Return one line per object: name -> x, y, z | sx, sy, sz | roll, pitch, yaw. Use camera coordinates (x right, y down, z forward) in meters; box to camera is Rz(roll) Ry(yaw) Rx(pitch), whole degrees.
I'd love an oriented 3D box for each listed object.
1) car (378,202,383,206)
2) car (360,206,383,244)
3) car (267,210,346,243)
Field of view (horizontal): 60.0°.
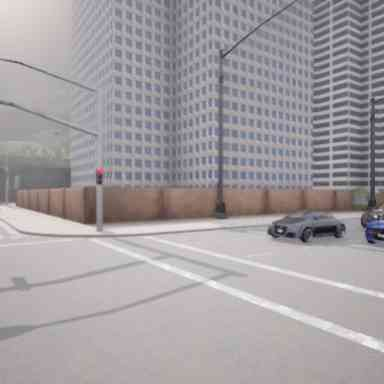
car -> 12.805, 1.409, 21.253 | 4.553, 1.767, 2.097 | 0, 0, -34
car -> 9.795, 1.519, 14.994 | 5.008, 1.535, 1.882 | 0, 0, -34
car -> 5.715, 1.599, 16.454 | 4.181, 1.385, 1.994 | 0, 0, -34
